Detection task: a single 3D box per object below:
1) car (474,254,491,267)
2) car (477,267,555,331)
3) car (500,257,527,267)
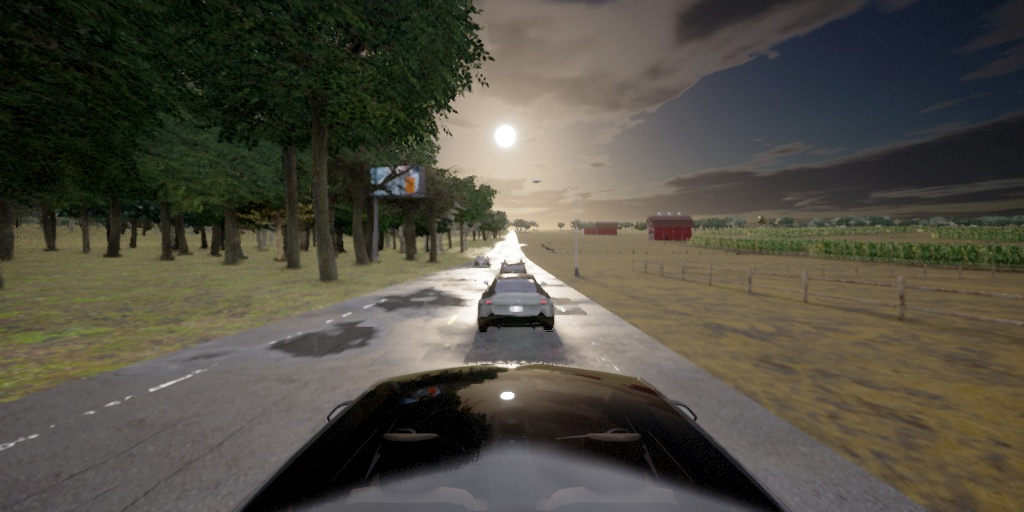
[{"bbox_3d":[-3.588,0.534,44.279,2.128,1.511,4.902,0,1,0],"label":"car"},{"bbox_3d":[0.084,1.191,10.470,1.994,1.385,4.181,0,1,-1],"label":"car"},{"bbox_3d":[0.081,0.851,27.285,2.128,1.511,4.902,0,1,0],"label":"car"}]
